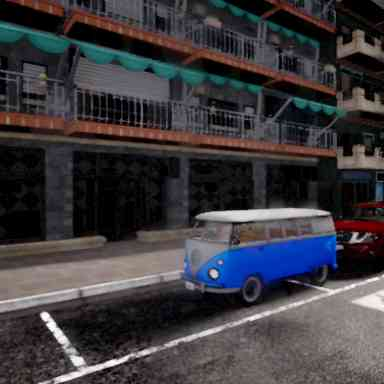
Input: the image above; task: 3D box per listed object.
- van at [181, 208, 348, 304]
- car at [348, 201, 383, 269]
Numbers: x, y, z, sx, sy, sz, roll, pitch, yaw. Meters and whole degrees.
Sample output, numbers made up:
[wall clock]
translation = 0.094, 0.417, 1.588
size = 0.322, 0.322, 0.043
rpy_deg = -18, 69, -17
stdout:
[van]
translation = 1.672, 1.306, 7.751
size = 3.998, 1.788, 1.690
rpy_deg = 0, 0, -35
[car]
translation = 6.280, 1.251, 11.037
size = 5.009, 1.841, 2.192
rpy_deg = 0, 0, -35
